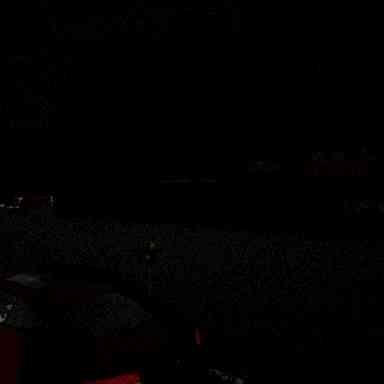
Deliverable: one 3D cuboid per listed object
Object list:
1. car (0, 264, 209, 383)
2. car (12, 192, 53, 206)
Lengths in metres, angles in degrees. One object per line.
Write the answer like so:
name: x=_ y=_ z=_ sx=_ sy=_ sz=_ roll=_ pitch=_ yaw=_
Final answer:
car: x=-1.774 y=1.581 z=4.063 sx=4.206 sy=1.307 sz=1.802 roll=0 pitch=1 yaw=35
car: x=-19.797 y=0.762 z=41.337 sx=2.097 sy=1.767 sz=4.553 roll=1 pitch=2 yaw=35
